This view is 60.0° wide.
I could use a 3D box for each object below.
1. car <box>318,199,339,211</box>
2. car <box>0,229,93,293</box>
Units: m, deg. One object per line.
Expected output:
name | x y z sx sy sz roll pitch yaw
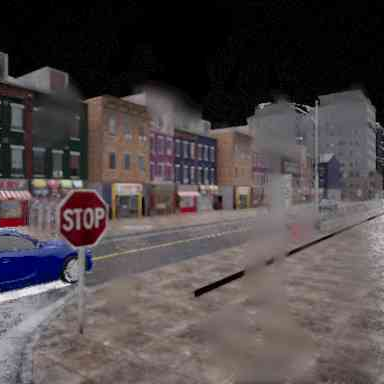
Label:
car | 18.027 1.696 43.964 1.837 1.490 4.892 0 0 36
car | -4.670 1.573 7.682 1.882 1.535 5.008 0 0 36
